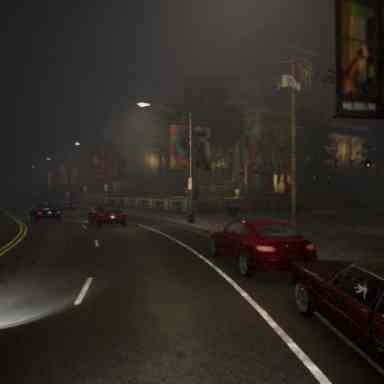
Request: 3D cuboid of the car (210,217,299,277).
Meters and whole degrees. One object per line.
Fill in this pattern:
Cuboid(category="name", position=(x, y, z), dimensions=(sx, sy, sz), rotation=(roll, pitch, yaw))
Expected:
Cuboid(category="car", position=(1.934, 1.499, 10.168), dimensions=(2.002, 1.452, 4.674), rotation=(0, 0, -13))

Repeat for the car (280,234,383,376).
Cuboid(category="car", position=(2.925, 1.575, 4.524), dimensions=(1.895, 1.301, 4.718), rotation=(0, 0, -3))

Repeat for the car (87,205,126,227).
Cuboid(category="car", position=(-5.980, 1.570, 23.137), dimensions=(1.994, 1.385, 4.181), rotation=(0, 0, -26))

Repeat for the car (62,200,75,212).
Cuboid(category="car", position=(-14.917, 1.584, 38.290), dimensions=(2.033, 1.411, 5.357), rotation=(0, 0, -32))

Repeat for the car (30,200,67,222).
Cuboid(category="car", position=(-11.735, 1.580, 26.523), dimensions=(2.033, 1.411, 5.357), rotation=(0, 0, -31))
